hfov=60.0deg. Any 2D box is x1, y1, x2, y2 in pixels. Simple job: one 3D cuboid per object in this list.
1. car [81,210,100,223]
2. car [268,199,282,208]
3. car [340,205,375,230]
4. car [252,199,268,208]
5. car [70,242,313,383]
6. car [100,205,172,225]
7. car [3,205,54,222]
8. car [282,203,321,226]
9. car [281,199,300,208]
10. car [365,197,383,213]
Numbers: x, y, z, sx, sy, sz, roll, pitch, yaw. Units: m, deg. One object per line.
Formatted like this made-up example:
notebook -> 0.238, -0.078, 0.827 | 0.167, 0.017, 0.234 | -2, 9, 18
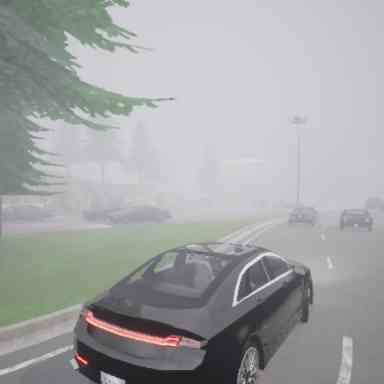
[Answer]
car -> -6.906, 1.820, 28.220 | 4.718, 1.301, 1.895 | 1, -1, -42
car -> 15.583, 2.089, 58.845 | 1.837, 1.490, 4.892 | 0, -1, 33
car -> 11.405, 1.854, 23.168 | 1.895, 1.301, 4.718 | 0, -1, 25
car -> 12.413, 2.076, 60.387 | 2.128, 1.511, 4.902 | 0, -1, 33
car -> 0.530, 1.538, 5.096 | 2.128, 1.511, 4.902 | 1, 0, 31
car -> -4.086, 1.760, 26.064 | 5.357, 1.411, 2.033 | 1, -1, -41
car -> -13.986, 1.722, 26.675 | 5.357, 1.411, 2.033 | 1, -1, -41
car -> 8.775, 1.812, 25.765 | 2.033, 1.411, 5.357 | 0, -1, 27
car -> 16.470, 2.109, 53.789 | 1.994, 1.385, 4.181 | 0, -1, 33
car -> 25.484, 1.738, 46.233 | 2.150, 2.045, 5.566 | 0, -1, 34
